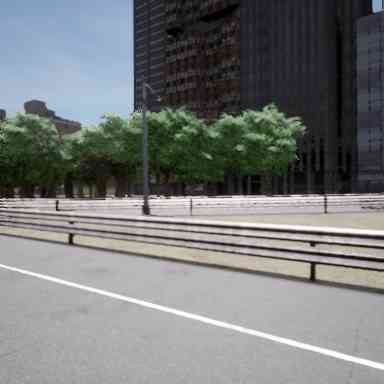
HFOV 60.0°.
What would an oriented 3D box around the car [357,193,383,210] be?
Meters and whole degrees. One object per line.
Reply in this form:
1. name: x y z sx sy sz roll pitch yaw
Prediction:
1. car: 17.865 0.847 31.061 4.892 1.490 1.837 -1 0 -6
